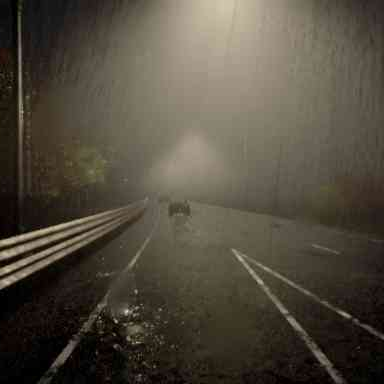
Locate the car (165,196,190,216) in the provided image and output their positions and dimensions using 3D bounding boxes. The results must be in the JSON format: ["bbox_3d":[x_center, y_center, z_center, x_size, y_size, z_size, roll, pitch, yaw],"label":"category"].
[{"bbox_3d":[-1.239,1.386,31.463,2.128,1.511,4.902,0,0,-5],"label":"car"}]

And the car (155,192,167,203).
[{"bbox_3d":[-5.444,1.279,63.690,1.994,1.385,4.181,0,0,-10],"label":"car"}]
